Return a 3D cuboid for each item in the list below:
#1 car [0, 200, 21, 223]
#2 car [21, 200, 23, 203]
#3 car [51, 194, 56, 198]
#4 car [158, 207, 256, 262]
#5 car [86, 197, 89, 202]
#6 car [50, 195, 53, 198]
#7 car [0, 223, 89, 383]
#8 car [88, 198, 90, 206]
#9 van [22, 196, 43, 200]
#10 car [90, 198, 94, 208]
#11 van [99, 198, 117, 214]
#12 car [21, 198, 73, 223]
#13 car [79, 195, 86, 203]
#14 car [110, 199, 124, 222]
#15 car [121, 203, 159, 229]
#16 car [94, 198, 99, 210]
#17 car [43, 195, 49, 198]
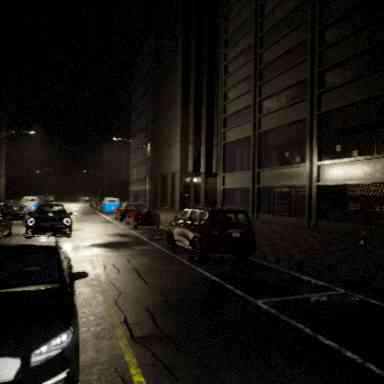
[{"bbox_3d":[-9.413,1.302,15.007,2.192,1.841,5.009,1,-1,-21],"label":"car"},{"bbox_3d":[-13.450,1.576,25.474,2.008,1.369,4.403,1,-1,-21],"label":"car"},{"bbox_3d":[-33.613,1.811,77.818,1.947,1.339,4.313,1,-1,-21],"label":"car"},{"bbox_3d":[0.553,1.466,12.845,2.192,1.841,5.009,1,-1,-21],"label":"car"},{"bbox_3d":[-17.658,1.855,60.110,1.752,1.417,4.829,1,-1,-21],"label":"car"},{"bbox_3d":[-27.503,1.693,61.957,1.752,1.417,4.829,1,-1,-21],"label":"car"},{"bbox_3d":[-2.741,1.496,5.077,2.128,1.511,4.902,1,-1,-21],"label":"car"},{"bbox_3d":[-15.641,1.834,54.876,1.752,1.417,4.829,1,-1,-21],"label":"car"},{"bbox_3d":[-17.479,1.406,35.945,1.690,1.788,3.998,1,-1,-21],"label":"van"},{"bbox_3d":[-13.565,1.854,49.482,1.947,1.339,4.313,1,-1,-21],"label":"car"},{"bbox_3d":[-9.528,1.590,39.016,1.690,1.788,3.998,1,-1,-21],"label":"van"},{"bbox_3d":[-7.402,1.404,17.451,2.097,1.767,4.553,1,-1,-21],"label":"car"},{"bbox_3d":[-25.661,1.979,80.887,2.008,1.369,4.403,1,-1,-21],"label":"car"},{"bbox_3d":[-5.498,1.649,28.546,1.967,1.590,4.097,1,-1,-21],"label":"car"},{"bbox_3d":[-3.484,1.734,23.311,1.887,1.381,4.507,1,-1,-21],"label":"car"},{"bbox_3d":[-11.548,1.813,44.248,1.887,1.381,4.507,1,-1,-21],"label":"car"},{"bbox_3d":[-21.513,1.545,46.414,1.967,1.590,4.097,1,-1,-21],"label":"car"}]
